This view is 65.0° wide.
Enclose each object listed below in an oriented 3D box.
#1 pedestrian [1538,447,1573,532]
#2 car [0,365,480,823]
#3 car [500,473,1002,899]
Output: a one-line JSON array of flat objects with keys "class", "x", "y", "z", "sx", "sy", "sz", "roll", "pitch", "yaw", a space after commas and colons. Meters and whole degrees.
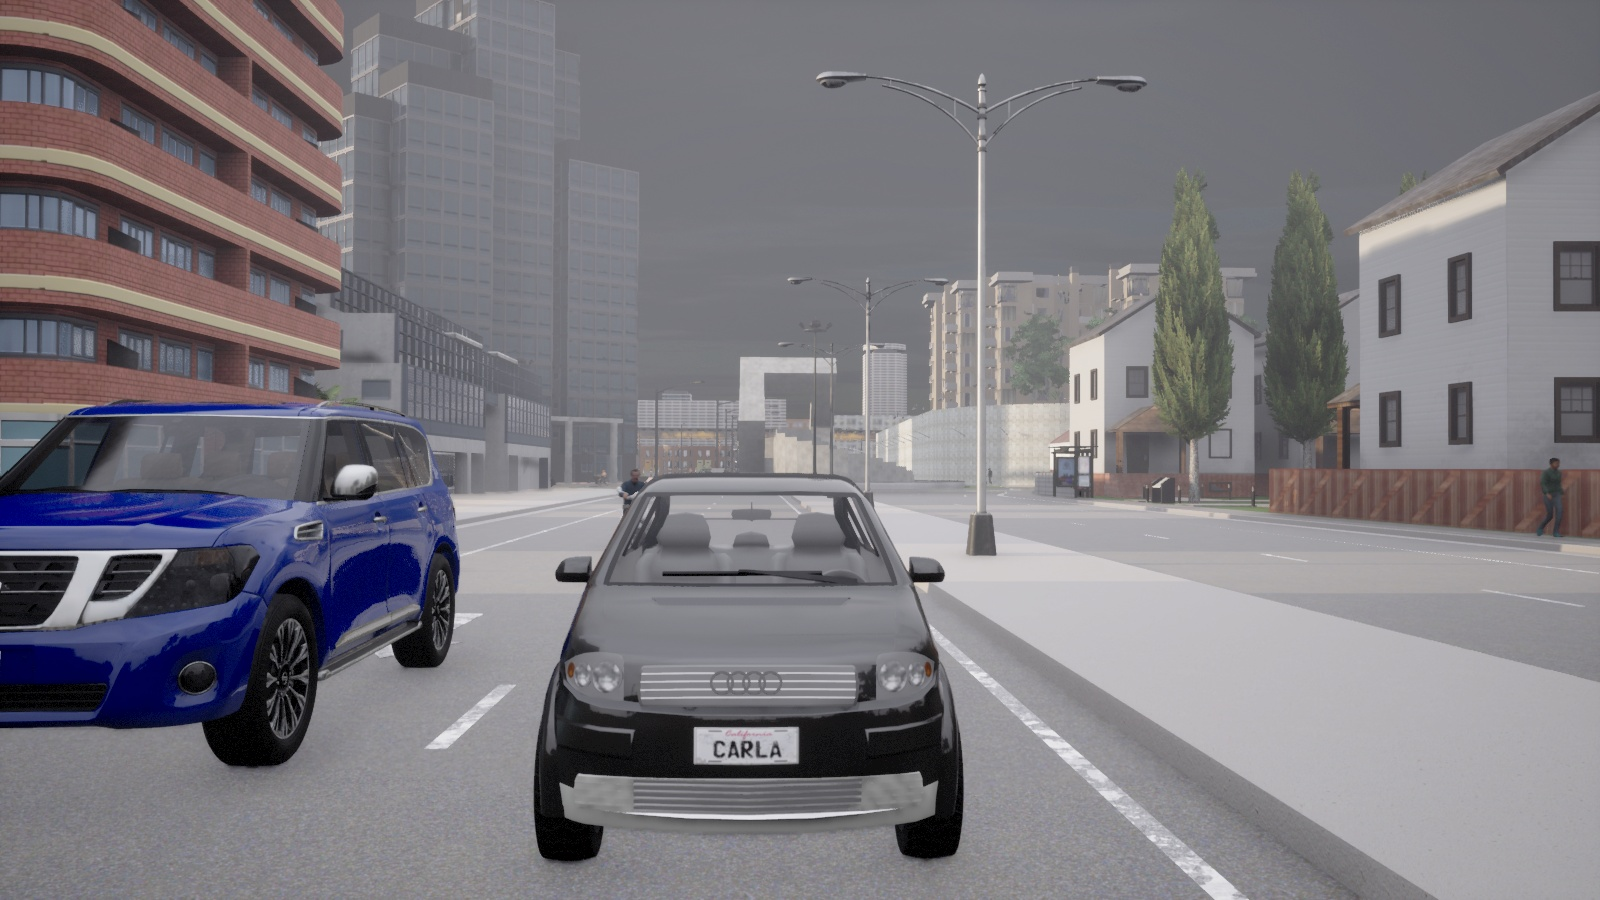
[{"class": "pedestrian", "x": 16.581, "y": 0.865, "z": 27.569, "sx": 0.353, "sy": 1.847, "sz": 0.614, "roll": 0, "pitch": -1, "yaw": -2}, {"class": "car", "x": -3.823, "y": 0.690, "z": 8.402, "sx": 2.150, "sy": 2.045, "sz": 5.566, "roll": 0, "pitch": -1, "yaw": -2}, {"class": "car", "x": -0.240, "y": 0.899, "z": 6.347, "sx": 1.789, "sy": 1.549, "sz": 3.705, "roll": 0, "pitch": -1, "yaw": -2}]
